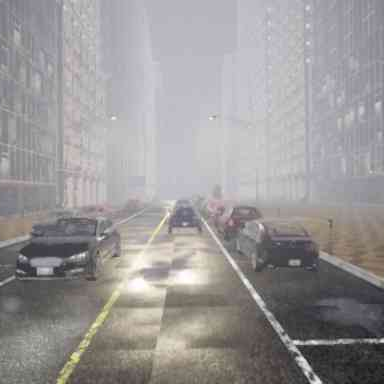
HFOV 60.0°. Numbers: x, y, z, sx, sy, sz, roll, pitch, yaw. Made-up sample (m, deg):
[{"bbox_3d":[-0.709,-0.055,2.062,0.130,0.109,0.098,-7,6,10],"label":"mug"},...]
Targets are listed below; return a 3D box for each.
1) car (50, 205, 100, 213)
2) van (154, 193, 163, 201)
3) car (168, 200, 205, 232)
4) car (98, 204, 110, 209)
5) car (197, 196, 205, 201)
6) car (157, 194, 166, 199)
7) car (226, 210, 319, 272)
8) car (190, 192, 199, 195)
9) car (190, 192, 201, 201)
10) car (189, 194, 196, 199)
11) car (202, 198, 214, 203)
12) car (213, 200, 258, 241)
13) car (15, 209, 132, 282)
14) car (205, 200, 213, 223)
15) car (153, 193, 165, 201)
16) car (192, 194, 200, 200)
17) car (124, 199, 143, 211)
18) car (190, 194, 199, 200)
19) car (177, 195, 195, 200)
[{"bbox_3d":[-6.081,1.537,15.794,2.008,1.369,4.403,0,0,-2],"label":"car"},{"bbox_3d":[-7.819,1.091,78.349,1.690,1.788,3.998,0,0,-2],"label":"van"},{"bbox_3d":[-0.411,1.445,19.326,1.812,1.442,4.674,-1,0,-2],"label":"car"},{"bbox_3d":[-6.239,1.508,21.480,1.887,1.381,4.507,0,0,-2],"label":"car"},{"bbox_3d":[1.822,1.392,33.064,2.008,1.369,4.403,0,0,-2],"label":"car"},{"bbox_3d":[-8.136,1.261,89.723,2.008,1.369,4.403,0,0,-2],"label":"car"},{"bbox_3d":[2.454,1.483,10.317,2.008,1.369,4.403,0,0,-2],"label":"car"},{"bbox_3d":[1.028,1.259,61.667,1.752,1.417,4.829,0,0,-2],"label":"car"},{"bbox_3d":[0.716,1.008,72.870,2.192,1.841,5.009,0,0,-2],"label":"car"},{"bbox_3d":[0.084,1.196,95.618,1.802,1.307,4.206,0,0,-2],"label":"car"},{"bbox_3d":[1.980,1.446,27.378,1.802,1.307,4.206,0,0,-2],"label":"car"},{"bbox_3d":[2.296,1.350,16.003,1.967,1.590,4.097,0,0,-2],"label":"car"},{"bbox_3d":[-3.324,1.479,9.819,2.128,1.511,4.902,-1,0,-2],"label":"car"},{"bbox_3d":[2.138,1.431,21.691,1.887,1.381,4.507,0,0,-2],"label":"car"},{"bbox_3d":[-7.661,1.320,72.662,2.008,1.369,4.403,0,0,-2],"label":"car"},{"bbox_3d":[1.349,1.343,50.124,1.947,1.339,4.313,0,0,-2],"label":"car"},{"bbox_3d":[-6.713,1.441,38.541,1.887,1.381,4.507,0,0,-2],"label":"car"},{"bbox_3d":[0.558,1.217,78.558,1.887,1.381,4.507,0,0,-2],"label":"car"},{"bbox_3d":[-1.004,1.397,41.292,1.994,1.385,4.181,-1,0,-2],"label":"car"}]
